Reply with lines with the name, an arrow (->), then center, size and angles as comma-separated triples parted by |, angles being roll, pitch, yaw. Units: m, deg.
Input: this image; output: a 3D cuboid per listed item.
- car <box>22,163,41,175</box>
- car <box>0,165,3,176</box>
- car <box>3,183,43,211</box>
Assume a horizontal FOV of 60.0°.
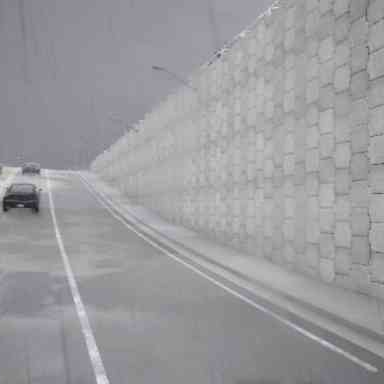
car -> -18.978, -2.827, 39.398 | 1.895, 1.301, 4.718 | 3, 8, -24
car -> -20.062, -2.287, 33.003 | 1.882, 1.535, 5.008 | 3, 7, -24
car -> -10.386, 0.197, 20.463 | 1.837, 1.490, 4.892 | 3, 7, -25
